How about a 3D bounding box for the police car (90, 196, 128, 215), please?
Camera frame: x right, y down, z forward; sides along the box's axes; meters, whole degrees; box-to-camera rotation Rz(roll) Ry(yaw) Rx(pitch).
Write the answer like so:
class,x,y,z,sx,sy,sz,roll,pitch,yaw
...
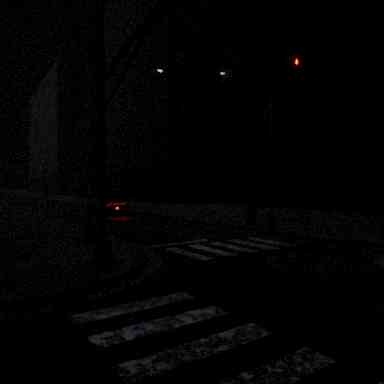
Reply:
class,x,y,z,sx,sy,sz,roll,pitch,yaw
police car,-7.422,1.155,28.825,2.038,1.542,4.974,-1,1,-35
